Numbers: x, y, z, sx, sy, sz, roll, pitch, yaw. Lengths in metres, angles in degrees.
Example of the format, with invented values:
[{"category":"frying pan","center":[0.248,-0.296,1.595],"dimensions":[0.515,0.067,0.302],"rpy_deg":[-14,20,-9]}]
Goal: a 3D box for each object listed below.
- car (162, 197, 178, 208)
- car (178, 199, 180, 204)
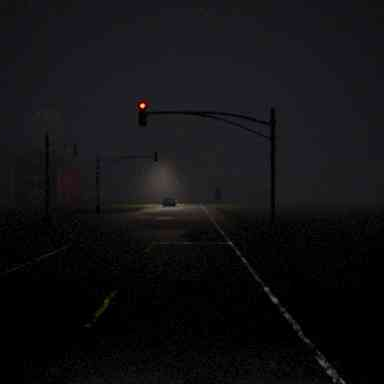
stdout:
[{"category":"car","center":[-3.583,1.647,51.967],"dimensions":[1.882,1.535,5.008],"rpy_deg":[0,0,0]},{"category":"car","center":[-3.518,1.734,67.744],"dimensions":[1.812,1.442,4.674],"rpy_deg":[0,0,0]}]
